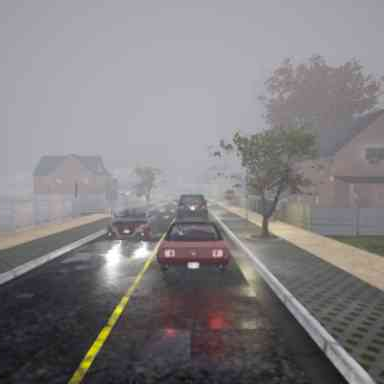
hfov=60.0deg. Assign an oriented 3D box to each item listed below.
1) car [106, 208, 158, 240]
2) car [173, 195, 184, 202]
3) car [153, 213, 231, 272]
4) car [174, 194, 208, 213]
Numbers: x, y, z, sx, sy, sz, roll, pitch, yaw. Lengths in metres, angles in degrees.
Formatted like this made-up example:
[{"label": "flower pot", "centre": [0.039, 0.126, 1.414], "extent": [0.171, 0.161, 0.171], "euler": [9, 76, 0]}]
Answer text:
[{"label": "car", "centre": [-2.826, 1.498, 16.339], "extent": [1.994, 1.385, 4.181], "euler": [0, 0, 0]}, {"label": "car", "centre": [-2.765, 1.368, 69.251], "extent": [2.033, 1.411, 5.357], "euler": [0, 0, 0]}, {"label": "car", "centre": [0.058, 1.557, 10.582], "extent": [1.895, 1.301, 4.718], "euler": [0, 0, 0]}, {"label": "car", "centre": [-0.093, 1.131, 23.710], "extent": [2.150, 2.045, 5.566], "euler": [0, 0, -3]}]
